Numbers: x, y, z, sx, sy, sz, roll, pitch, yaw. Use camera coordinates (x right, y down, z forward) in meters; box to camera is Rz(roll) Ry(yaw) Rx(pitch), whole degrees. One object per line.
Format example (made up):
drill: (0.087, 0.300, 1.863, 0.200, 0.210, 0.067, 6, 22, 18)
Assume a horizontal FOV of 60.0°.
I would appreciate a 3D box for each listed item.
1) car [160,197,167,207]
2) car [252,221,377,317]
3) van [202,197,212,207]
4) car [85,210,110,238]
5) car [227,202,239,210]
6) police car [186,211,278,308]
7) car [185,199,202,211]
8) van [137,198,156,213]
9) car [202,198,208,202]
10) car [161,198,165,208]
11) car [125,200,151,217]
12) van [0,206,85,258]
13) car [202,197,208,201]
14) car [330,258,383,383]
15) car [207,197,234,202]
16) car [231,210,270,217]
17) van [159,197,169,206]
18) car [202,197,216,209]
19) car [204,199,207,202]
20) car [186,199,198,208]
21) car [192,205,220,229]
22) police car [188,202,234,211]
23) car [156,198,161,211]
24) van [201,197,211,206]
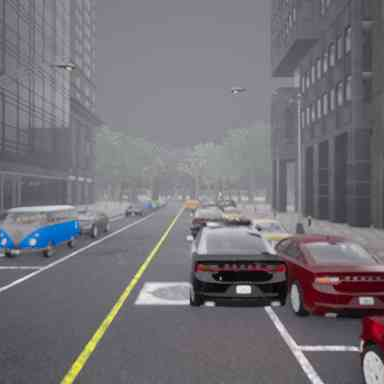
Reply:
car: (-5.735, 1.990, 56.267, 1.752, 1.417, 4.829, 0, 0, 0)
car: (2.764, 1.606, 7.496, 1.887, 1.381, 4.507, 0, 0, 0)
van: (2.793, 1.854, 61.871, 1.690, 1.788, 3.998, 0, 0, 0)
car: (-5.755, 1.699, 18.375, 2.008, 1.369, 4.403, 0, 0, 0)
car: (2.773, 1.719, 23.978, 1.752, 1.417, 4.829, 0, 0, 0)
police car: (0.892, 1.493, 8.311, 1.930, 1.638, 5.238, 0, 0, 0)
car: (0.035, 1.855, 46.065, 1.882, 1.535, 5.008, 0, 0, 1)
van: (-5.744, 1.669, 40.126, 1.690, 1.788, 3.998, 0, 0, 0)
car: (2.784, 1.918, 45.557, 1.887, 1.381, 4.507, 0, 0, 0)
car: (-5.738, 1.985, 50.999, 1.947, 1.339, 4.313, 0, 0, 0)
car: (-5.746, 1.848, 34.687, 1.947, 1.339, 4.313, 0, 0, 0)
van: (-5.758, 1.446, 12.939, 1.690, 1.788, 3.998, 0, 0, 0)
car: (2.787, 1.860, 50.995, 1.967, 1.590, 4.097, 0, 0, 0)
car: (2.761, 1.562, 2.058, 1.887, 1.381, 4.507, 0, 0, 0)
car: (2.775, 1.552, 29.247, 2.192, 1.841, 5.009, 0, 0, 0)
car: (2.767, 1.631, 13.103, 1.752, 1.417, 4.829, 0, 0, 0)
van: (-5.730, 1.901, 67.313, 1.690, 1.788, 3.998, 0, 0, 0)
car: (2.790, 1.781, 56.434, 2.192, 1.841, 5.009, 0, 0, 0)
car: (2.782, 1.854, 40.290, 1.752, 1.417, 4.829, 0, 0, 0)
car: (0.031, 2.061, 59.983, 1.994, 1.385, 4.181, 0, 0, 0)
car: (0.912, 1.722, 24.200, 1.812, 1.442, 4.674, 0, 0, 0)
police car: (0.908, 1.573, 18.312, 1.930, 1.638, 5.238, 0, 0, 0)
car: (-5.741, 1.897, 45.392, 1.752, 1.417, 4.829, 0, 0, 0)
van: (2.796, 1.901, 67.308, 1.690, 1.788, 3.998, 0, 0, 0)
